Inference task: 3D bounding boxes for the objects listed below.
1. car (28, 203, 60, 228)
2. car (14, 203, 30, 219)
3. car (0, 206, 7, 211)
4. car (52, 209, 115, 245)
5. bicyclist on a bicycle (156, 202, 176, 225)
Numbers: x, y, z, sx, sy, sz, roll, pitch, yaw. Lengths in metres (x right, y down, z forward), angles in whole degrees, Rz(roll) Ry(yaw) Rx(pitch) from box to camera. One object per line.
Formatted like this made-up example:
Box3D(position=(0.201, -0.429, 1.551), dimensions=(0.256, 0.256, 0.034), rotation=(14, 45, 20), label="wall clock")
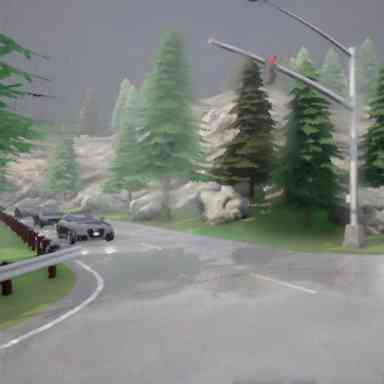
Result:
Box3D(position=(-10.537, 1.796, 24.646), dimensions=(2.033, 1.411, 5.357), rotation=(0, 0, -33), label="car")
Box3D(position=(-16.418, 1.856, 33.230), dimensions=(1.837, 1.490, 4.892), rotation=(0, 0, -37), label="car")
Box3D(position=(-27.027, 2.112, 43.822), dimensions=(4.718, 1.301, 1.895), rotation=(-1, 0, 10), label="car")
Box3D(position=(-5.385, 1.719, 16.636), dimensions=(1.994, 1.385, 4.181), rotation=(0, 0, -33), label="car")
Box3D(position=(-1.925, 1.564, 24.248), dimensions=(1.656, 1.620, 0.582), rotation=(-8, 1, -33), label="bicyclist on a bicycle")
